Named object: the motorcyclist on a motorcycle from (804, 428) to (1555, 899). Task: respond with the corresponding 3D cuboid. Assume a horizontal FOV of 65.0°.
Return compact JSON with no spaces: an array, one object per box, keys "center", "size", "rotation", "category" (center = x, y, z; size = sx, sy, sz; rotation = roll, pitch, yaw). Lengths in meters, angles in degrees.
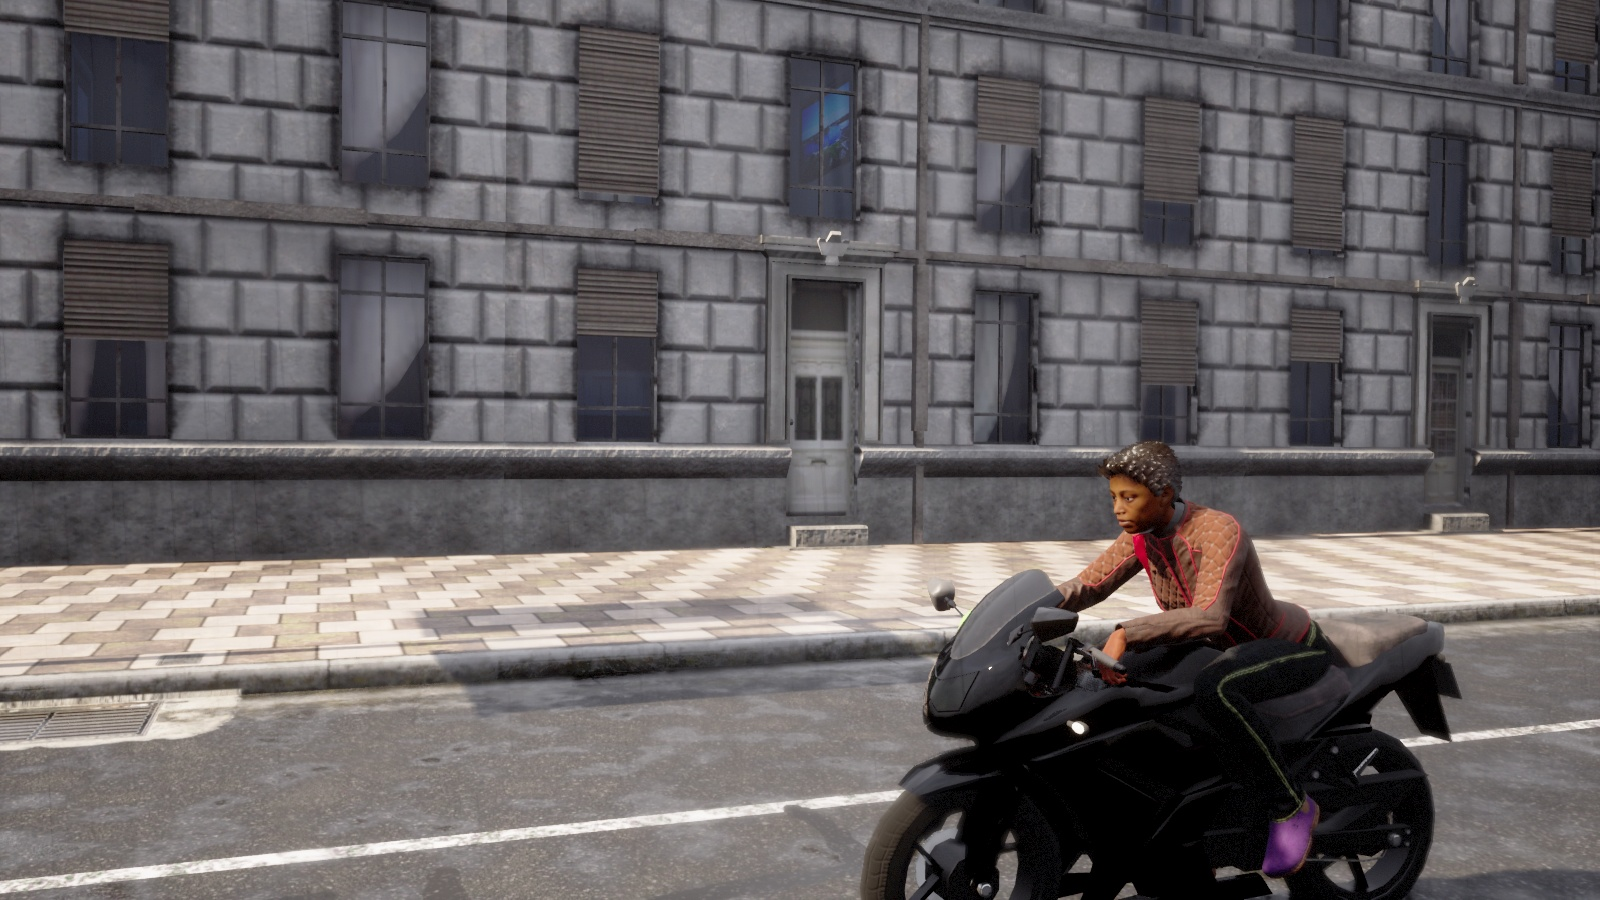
[{"center":[1.116,0.708,3.691],"size":[2.044,1.523,0.797],"rotation":[-1,1,-21],"category":"motorcyclist on a motorcycle"}]
